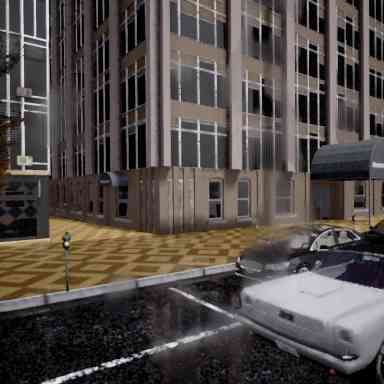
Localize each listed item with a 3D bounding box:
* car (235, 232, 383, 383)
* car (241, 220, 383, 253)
[{"bbox_3d":[2.954,1.604,5.365,4.718,1.301,1.895,0,0,-36],"label":"car"},{"bbox_3d":[3.076,1.555,8.770,4.403,1.369,2.008,0,-1,-36],"label":"car"}]
